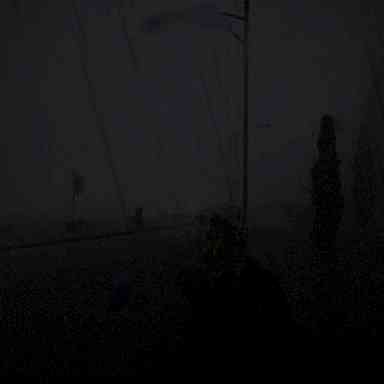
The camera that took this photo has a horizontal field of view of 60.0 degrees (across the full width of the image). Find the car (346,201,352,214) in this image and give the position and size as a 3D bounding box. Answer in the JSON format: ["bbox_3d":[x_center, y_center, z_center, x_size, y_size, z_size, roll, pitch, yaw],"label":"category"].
[{"bbox_3d":[18.425,1.773,39.899,1.837,1.490,4.892,0,0,34],"label":"car"}]

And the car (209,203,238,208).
[{"bbox_3d":[2.049,1.565,22.830,1.882,1.535,5.008,0,0,34],"label":"car"}]

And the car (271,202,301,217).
[{"bbox_3d":[9.730,1.745,34.318,1.994,1.385,4.181,0,0,34],"label":"car"}]
